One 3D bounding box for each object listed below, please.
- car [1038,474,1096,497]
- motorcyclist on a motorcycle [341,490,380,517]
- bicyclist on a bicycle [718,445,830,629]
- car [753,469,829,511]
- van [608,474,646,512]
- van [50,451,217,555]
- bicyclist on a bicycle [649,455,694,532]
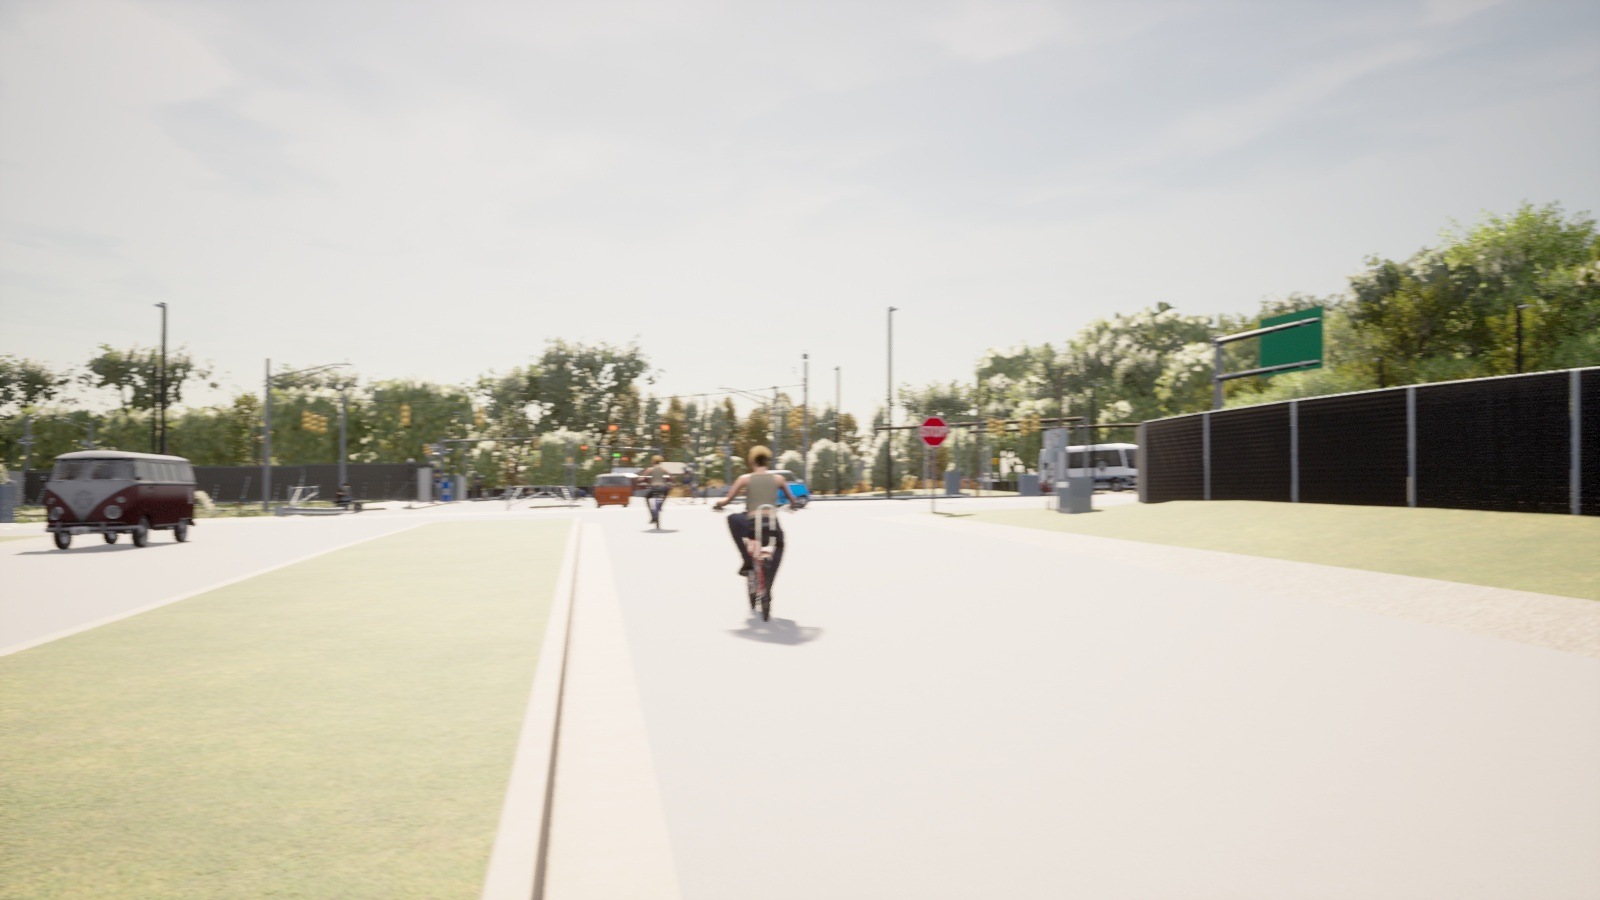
[{"bbox_3d":[19.326,2.565,90.937,3.705,1.549,1.789,-1,-1,-10],"label":"car"},{"bbox_3d":[-28.113,3.393,80.349,2.350,1.649,0.766,-1,-1,-16],"label":"motorcyclist on a motorcycle"},{"bbox_3d":[-0.276,0.768,11.859,0.866,1.612,1.509,0,0,-9],"label":"bicyclist on a bicycle"},{"bbox_3d":[-0.307,1.410,44.416,2.207,1.376,1.481,-1,-2,-38],"label":"car"},{"bbox_3d":[-9.514,2.340,68.778,1.775,1.987,4.442,-1,-1,-12],"label":"van"},{"bbox_3d":[-14.050,1.111,26.763,1.775,1.987,4.442,-1,-2,-9],"label":"van"},{"bbox_3d":[-2.815,0.940,27.355,0.866,1.612,1.509,-1,-1,-9],"label":"bicyclist on a bicycle"}]
